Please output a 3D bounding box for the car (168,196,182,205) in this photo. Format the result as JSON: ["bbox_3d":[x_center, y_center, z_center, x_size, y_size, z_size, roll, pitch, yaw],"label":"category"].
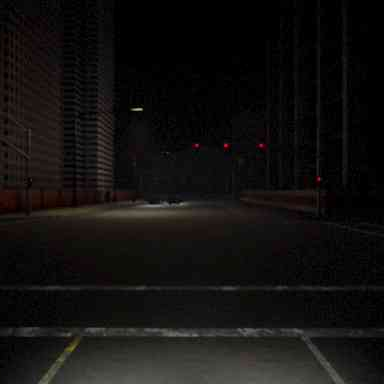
[{"bbox_3d":[-3.346,1.558,60.530,1.882,1.535,5.008,0,0,1],"label":"car"}]

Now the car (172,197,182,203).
[{"bbox_3d":[-3.130,1.690,70.643,1.895,1.301,4.718,0,0,1],"label":"car"}]

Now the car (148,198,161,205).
[{"bbox_3d":[-6.837,1.682,60.590,1.895,1.301,4.718,0,0,2],"label":"car"}]
